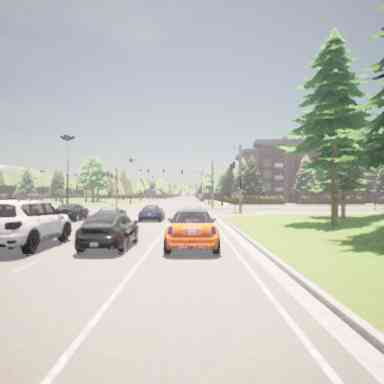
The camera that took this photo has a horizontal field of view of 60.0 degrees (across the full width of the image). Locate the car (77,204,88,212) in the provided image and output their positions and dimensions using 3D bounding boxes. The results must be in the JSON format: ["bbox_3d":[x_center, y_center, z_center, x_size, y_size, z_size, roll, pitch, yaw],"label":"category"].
[{"bbox_3d":[-10.502,1.781,29.302,1.837,1.490,4.892,0,0,0],"label":"car"}]

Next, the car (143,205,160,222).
[{"bbox_3d":[-3.502,1.837,29.283,1.994,1.385,4.181,0,0,0],"label":"car"}]

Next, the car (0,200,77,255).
[{"bbox_3d":[-7.002,1.348,14.025,2.150,2.045,5.566,0,0,0],"label":"car"}]

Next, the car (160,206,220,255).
[{"bbox_3d":[-0.001,1.482,14.086,2.097,1.767,4.553,0,-1,0],"label":"car"}]

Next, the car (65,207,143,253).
[{"bbox_3d":[-3.499,1.641,14.293,1.837,1.490,4.892,0,0,0],"label":"car"}]

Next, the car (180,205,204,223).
[{"bbox_3d":[-0.003,1.872,29.107,1.895,1.301,4.718,0,0,0],"label":"car"}]
